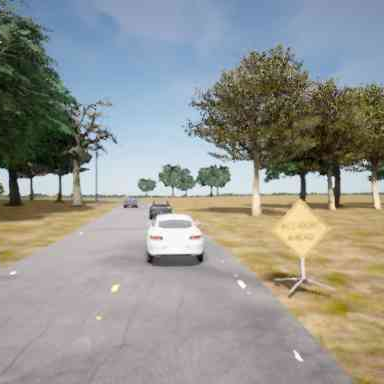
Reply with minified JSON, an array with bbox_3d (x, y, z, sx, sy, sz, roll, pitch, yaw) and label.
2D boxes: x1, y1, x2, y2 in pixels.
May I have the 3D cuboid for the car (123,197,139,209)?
[{"bbox_3d":[-7.995,1.401,43.691,2.033,1.411,5.357,0,0,-7],"label":"car"}]

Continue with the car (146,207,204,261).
[{"bbox_3d":[-0.657,1.483,11.976,1.812,1.442,4.674,0,0,-5],"label":"car"}]

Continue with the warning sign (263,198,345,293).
[{"bbox_3d":[2.377,1.089,7.234,1.300,1.860,1.060,-2,-2,-4],"label":"warning sign"}]

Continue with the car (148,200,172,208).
[{"bbox_3d":[-2.689,1.388,28.251,2.128,1.511,4.902,0,0,-8],"label":"car"}]
